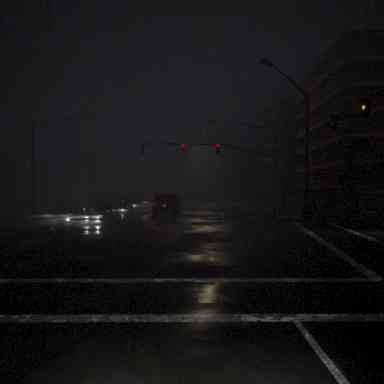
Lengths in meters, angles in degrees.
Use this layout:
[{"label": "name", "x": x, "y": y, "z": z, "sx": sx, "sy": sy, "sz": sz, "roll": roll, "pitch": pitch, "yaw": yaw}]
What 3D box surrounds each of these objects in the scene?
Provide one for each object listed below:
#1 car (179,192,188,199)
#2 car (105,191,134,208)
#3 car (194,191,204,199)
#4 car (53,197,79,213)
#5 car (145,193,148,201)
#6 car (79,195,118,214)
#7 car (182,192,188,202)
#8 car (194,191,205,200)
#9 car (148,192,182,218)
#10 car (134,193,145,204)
[{"label": "car", "x": -1.893, "y": 0.737, "z": 76.103, "sx": 2.033, "sy": 1.411, "sz": 5.357, "roll": 0, "pitch": 1, "yaw": 1}, {"label": "car", "x": -9.402, "y": 1.106, "z": 43.299, "sx": 2.097, "sy": 1.767, "sz": 4.553, "roll": 0, "pitch": 1, "yaw": 1}, {"label": "car", "x": 1.604, "y": 0.556, "z": 75.795, "sx": 2.097, "sy": 1.767, "sz": 4.553, "roll": 0, "pitch": 1, "yaw": 1}, {"label": "car", "x": -13.007, "y": 1.346, "z": 35.324, "sx": 1.882, "sy": 1.535, "sz": 5.008, "roll": 0, "pitch": 1, "yaw": 1}, {"label": "car", "x": -9.093, "y": 0.947, "z": 63.478, "sx": 2.033, "sy": 1.411, "sz": 5.357, "roll": 0, "pitch": 1, "yaw": 1}, {"label": "car", "x": -9.519, "y": 1.369, "z": 34.257, "sx": 2.128, "sy": 1.511, "sz": 4.902, "roll": 0, "pitch": 1, "yaw": 1}, {"label": "car", "x": -2.005, "y": 0.999, "z": 59.263, "sx": 1.812, "sy": 1.442, "sz": 4.674, "roll": 0, "pitch": 1, "yaw": 1}, {"label": "car", "x": 1.574, "y": 0.855, "z": 65.405, "sx": 2.128, "sy": 1.511, "sz": 4.902, "roll": 0, "pitch": 1, "yaw": 1}, {"label": "car", "x": -2.229, "y": 1.154, "z": 29.251, "sx": 2.150, "sy": 2.045, "sz": 5.566, "roll": 0, "pitch": 0, "yaw": 0}, {"label": "car", "x": -9.280, "y": 1.132, "z": 52.943, "sx": 2.033, "sy": 1.411, "sz": 5.357, "roll": 0, "pitch": 1, "yaw": 1}]
